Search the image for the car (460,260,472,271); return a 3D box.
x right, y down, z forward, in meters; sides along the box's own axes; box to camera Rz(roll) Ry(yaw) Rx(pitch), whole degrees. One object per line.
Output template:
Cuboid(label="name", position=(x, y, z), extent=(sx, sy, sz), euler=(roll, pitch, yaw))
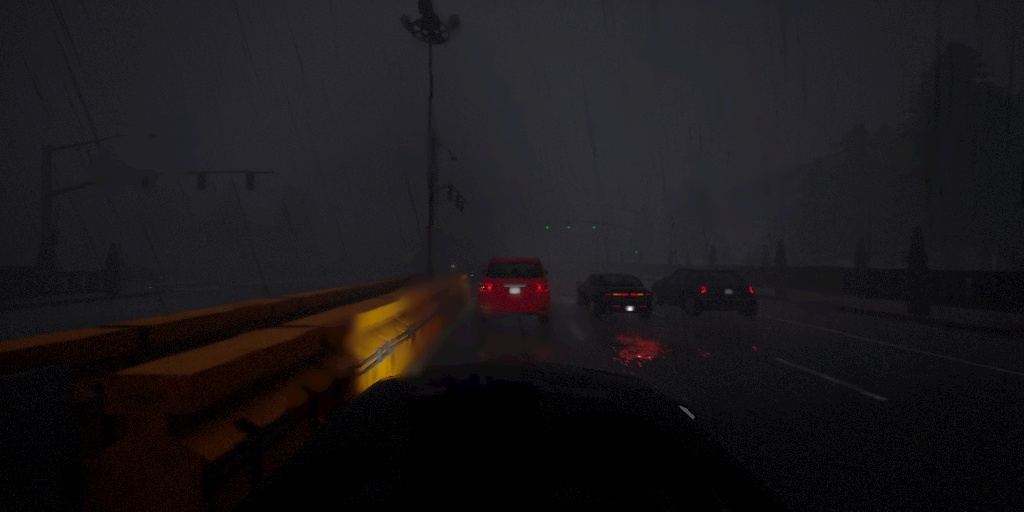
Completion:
Cuboid(label="car", position=(-6.941, 1.732, 60.437), extent=(2.128, 1.511, 4.902), euler=(0, 0, 1))

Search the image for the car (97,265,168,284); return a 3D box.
Cuboid(label="car", position=(-31.077, 1.474, 29.297), extent=(4.892, 1.490, 1.837), euler=(0, 0, 0))

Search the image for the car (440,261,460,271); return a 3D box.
Cuboid(label="car", position=(-10.433, 1.784, 60.067), extent=(2.033, 1.411, 5.357), euler=(0, 0, 1))

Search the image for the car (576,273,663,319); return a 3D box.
Cuboid(label="car", position=(3.601, 1.355, 13.317), extent=(1.837, 1.490, 4.892), euler=(0, 0, 0))

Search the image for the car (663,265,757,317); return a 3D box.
Cuboid(label="car", position=(7.102, 1.206, 13.852), extent=(2.097, 1.767, 4.553), euler=(0, -1, 0))

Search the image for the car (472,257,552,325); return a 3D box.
Cuboid(label="car", position=(0.090, 1.060, 12.362), extent=(2.150, 2.045, 5.566), euler=(0, -1, 0))

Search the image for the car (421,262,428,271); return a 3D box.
Cuboid(label="car", position=(-13.933, 1.745, 60.680), extent=(1.837, 1.490, 4.892), euler=(0, 0, 1))
